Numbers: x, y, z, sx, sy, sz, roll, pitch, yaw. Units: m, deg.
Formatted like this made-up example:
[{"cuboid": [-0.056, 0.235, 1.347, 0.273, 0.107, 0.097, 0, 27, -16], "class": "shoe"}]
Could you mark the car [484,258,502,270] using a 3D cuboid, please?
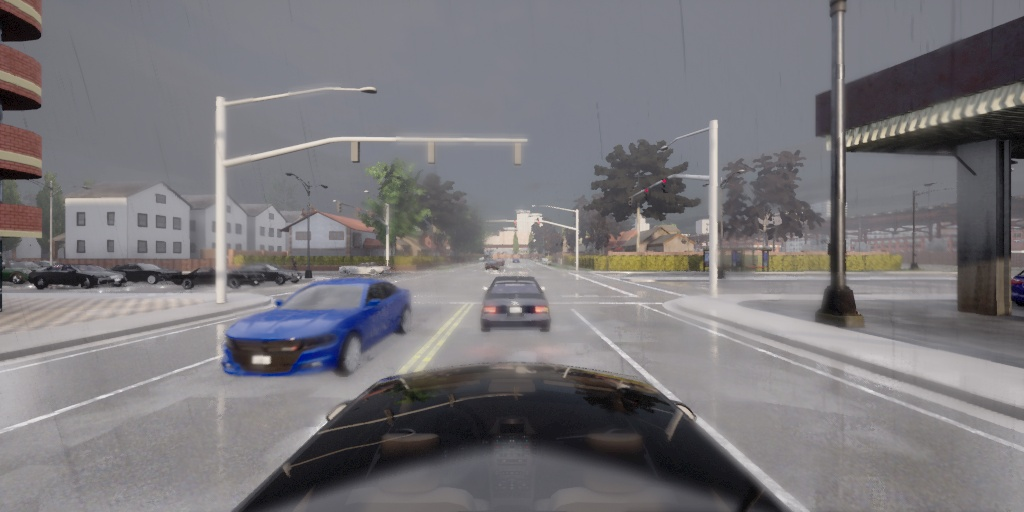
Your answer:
[{"cuboid": [-2.846, 1.297, 51.064, 2.033, 1.411, 5.357, 0, 0, 0], "class": "car"}]

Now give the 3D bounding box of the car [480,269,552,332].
[{"cuboid": [0.087, 1.297, 10.812, 2.033, 1.411, 5.357, 0, 0, 0], "class": "car"}]

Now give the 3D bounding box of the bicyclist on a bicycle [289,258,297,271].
[{"cuboid": [-26.522, 1.051, 43.463, 0.582, 1.620, 1.656, 0, 0, 1], "class": "bicyclist on a bicycle"}]

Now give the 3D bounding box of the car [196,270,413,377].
[{"cuboid": [-3.597, 1.227, 7.654, 1.882, 1.535, 5.008, 0, 0, 0], "class": "car"}]

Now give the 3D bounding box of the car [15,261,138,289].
[{"cuboid": [-27.124, 1.242, 22.489, 4.902, 1.511, 2.128, 0, 0, 1], "class": "car"}]

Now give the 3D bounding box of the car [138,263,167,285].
[{"cuboid": [-26.769, 1.228, 25.982, 5.008, 1.535, 1.882, 0, 0, 1], "class": "car"}]

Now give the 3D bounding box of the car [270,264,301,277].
[{"cuboid": [-17.707, 1.276, 25.858, 4.674, 1.442, 1.812, 0, 0, 1], "class": "car"}]

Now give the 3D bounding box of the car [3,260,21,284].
[{"cuboid": [-36.054, 1.102, 26.133, 4.553, 1.767, 2.097, 0, 0, 1], "class": "car"}]

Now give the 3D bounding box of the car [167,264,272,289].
[{"cuboid": [-18.092, 1.351, 22.331, 4.718, 1.301, 1.895, 0, 0, 1], "class": "car"}]

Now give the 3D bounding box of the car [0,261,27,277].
[{"cuboid": [-50.280, 1.255, 34.493, 4.892, 1.490, 1.837, 0, 0, 2], "class": "car"}]

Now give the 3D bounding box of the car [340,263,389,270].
[{"cuboid": [-15.376, 1.351, 37.304, 4.718, 1.301, 1.895, 0, 0, 3], "class": "car"}]
